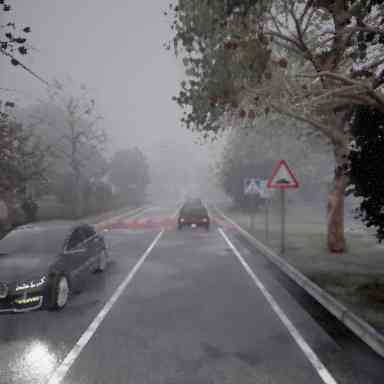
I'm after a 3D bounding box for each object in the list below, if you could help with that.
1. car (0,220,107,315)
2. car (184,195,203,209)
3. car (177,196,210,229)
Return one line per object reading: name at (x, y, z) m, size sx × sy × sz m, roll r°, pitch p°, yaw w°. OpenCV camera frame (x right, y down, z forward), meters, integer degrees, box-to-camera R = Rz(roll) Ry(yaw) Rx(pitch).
car at (-3.348, 1.478, 7.748) m, size 1.837 × 1.490 × 4.892 m, roll 0°, pitch 0°, yaw 0°
car at (0.241, 1.185, 40.265) m, size 2.128 × 1.511 × 4.902 m, roll 0°, pitch 1°, yaw 1°
car at (0.101, 1.389, 21.164) m, size 1.895 × 1.301 × 4.718 m, roll 0°, pitch 6°, yaw 0°
